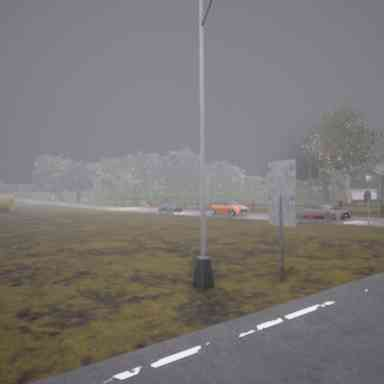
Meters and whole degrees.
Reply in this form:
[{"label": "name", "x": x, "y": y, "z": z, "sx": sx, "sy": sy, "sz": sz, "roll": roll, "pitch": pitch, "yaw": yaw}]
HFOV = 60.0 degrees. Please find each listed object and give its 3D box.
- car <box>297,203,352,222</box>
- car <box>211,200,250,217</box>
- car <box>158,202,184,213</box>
[{"label": "car", "x": 10.579, "y": 1.634, "z": 26.937, "sx": 1.994, "sy": 1.385, "sz": 4.181, "roll": -2, "pitch": -1, "yaw": -35}, {"label": "car", "x": 4.095, "y": 1.689, "z": 36.122, "sx": 2.097, "sy": 1.767, "sz": 4.553, "roll": -2, "pitch": 0, "yaw": -35}, {"label": "car", "x": -2.956, "y": 2.156, "z": 46.144, "sx": 1.994, "sy": 1.385, "sz": 4.181, "roll": -2, "pitch": 0, "yaw": -35}]
